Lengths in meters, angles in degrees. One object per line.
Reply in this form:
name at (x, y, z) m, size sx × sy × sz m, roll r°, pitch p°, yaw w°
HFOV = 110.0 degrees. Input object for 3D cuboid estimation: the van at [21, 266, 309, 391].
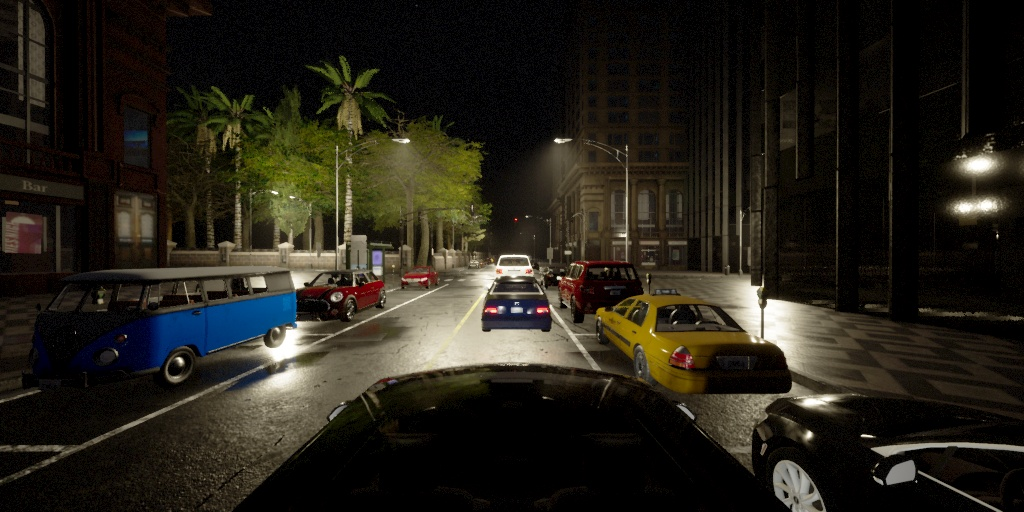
van at (-5.760, 1.090, 6.566) m, size 1.690 × 1.789 × 3.998 m, roll 0°, pitch 0°, yaw 0°

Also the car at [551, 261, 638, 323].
car at (2.768, 1.063, 11.972) m, size 2.192 × 1.841 × 5.009 m, roll 0°, pitch 0°, yaw 0°

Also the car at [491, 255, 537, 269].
car at (0.111, 0.968, 21.365) m, size 2.150 × 2.045 × 5.566 m, roll 0°, pitch 0°, yaw 0°

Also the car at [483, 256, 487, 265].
car at (-5.731, 1.160, 60.125) m, size 1.967 × 1.591 × 4.097 m, roll 0°, pitch 0°, yaw 0°

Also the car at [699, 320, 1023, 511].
car at (2.762, 1.300, 1.122) m, size 2.007 × 1.370 × 4.403 m, roll 0°, pitch 0°, yaw 0°

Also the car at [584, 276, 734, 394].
car at (2.765, 1.275, 6.717) m, size 1.751 × 1.417 × 4.829 m, roll 0°, pitch 0°, yaw 0°

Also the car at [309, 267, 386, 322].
car at (-5.757, 1.188, 11.993) m, size 1.967 × 1.591 × 4.097 m, roll 0°, pitch 0°, yaw 0°

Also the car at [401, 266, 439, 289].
car at (-5.752, 1.327, 22.845) m, size 1.802 × 1.307 × 4.207 m, roll 0°, pitch 0°, yaw 0°

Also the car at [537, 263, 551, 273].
car at (2.774, 1.311, 22.823) m, size 1.948 × 1.339 × 4.313 m, roll 0°, pitch 0°, yaw 0°

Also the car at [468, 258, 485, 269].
car at (-5.734, 1.275, 54.705) m, size 2.007 × 1.370 × 4.403 m, roll 0°, pitch 0°, yaw 0°

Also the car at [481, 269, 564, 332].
car at (0.108, 1.296, 10.793) m, size 2.033 × 1.411 × 5.357 m, roll 0°, pitch 0°, yaw 0°
